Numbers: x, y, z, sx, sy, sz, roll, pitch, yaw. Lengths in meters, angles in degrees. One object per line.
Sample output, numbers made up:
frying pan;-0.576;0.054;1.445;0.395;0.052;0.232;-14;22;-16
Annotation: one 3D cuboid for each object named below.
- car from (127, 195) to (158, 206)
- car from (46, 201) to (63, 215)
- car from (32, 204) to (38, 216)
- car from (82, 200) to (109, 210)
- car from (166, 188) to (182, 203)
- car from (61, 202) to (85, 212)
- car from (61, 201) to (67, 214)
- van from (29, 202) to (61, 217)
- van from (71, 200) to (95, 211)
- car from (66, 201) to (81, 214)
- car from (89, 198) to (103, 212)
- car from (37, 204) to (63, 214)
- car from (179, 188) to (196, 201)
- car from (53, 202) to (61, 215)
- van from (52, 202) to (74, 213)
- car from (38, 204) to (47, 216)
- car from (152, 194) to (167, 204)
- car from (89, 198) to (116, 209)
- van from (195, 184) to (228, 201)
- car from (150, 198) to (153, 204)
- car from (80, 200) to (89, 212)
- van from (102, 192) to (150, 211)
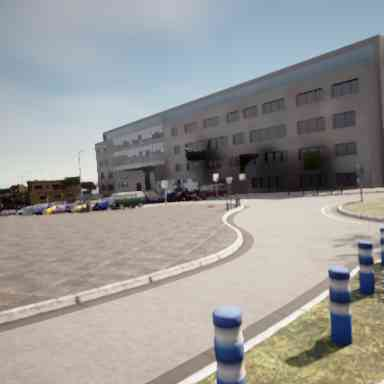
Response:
car;-8.503;1.445;57.580;4.792;1.488;2.163;-6;0;-44
car;-19.083;2.588;50.812;4.674;1.452;2.002;-6;0;-44
car;-22.990;2.732;54.807;5.566;2.045;2.435;-6;0;-44
car;-20.101;2.716;69.614;4.892;1.521;2.231;-6;0;-44
car;-0.855;0.563;49.563;5.008;1.535;2.097;-6;0;-44
car;-27.803;3.451;77.680;4.553;1.767;2.185;-6;0;-44
car;-15.299;2.154;46.905;4.792;1.488;2.163;-6;0;-44
van;-24.977;2.980;56.754;4.442;1.987;1.878;-6;0;-44
van;-24.062;2.931;73.558;4.442;1.987;1.878;-6;0;-44
car;-13.529;1.922;44.748;5.366;1.575;1.946;-6;0;-44
car;-9.459;1.474;40.766;5.008;1.535;2.097;-6;0;-44
car;-37.461;4.406;87.728;5.566;2.045;2.435;-6;0;-44
car;1.127;0.391;47.546;4.792;1.488;2.163;-6;0;-44
car;-17.242;2.382;48.894;4.674;1.452;2.002;-6;0;-44
van;-31.608;3.777;81.759;4.442;1.987;1.878;-6;0;-44
car;-20.970;2.757;53.037;5.366;1.575;1.946;-6;0;-44
car;-2.790;0.523;51.512;5.566;2.045;2.435;-6;0;-44
car;-18.207;2.376;67.588;4.553;1.767;2.185;-6;0;-44
van;3.092;-0.042;45.601;4.442;1.987;1.878;-6;1;-44
car;-4.688;1.018;53.520;4.792;1.488;2.163;-6;0;-44
car;-11.373;1.558;42.799;4.553;1.767;2.185;-6;0;-44
van;-7.644;1.067;38.692;4.442;1.987;1.878;-6;1;-44
